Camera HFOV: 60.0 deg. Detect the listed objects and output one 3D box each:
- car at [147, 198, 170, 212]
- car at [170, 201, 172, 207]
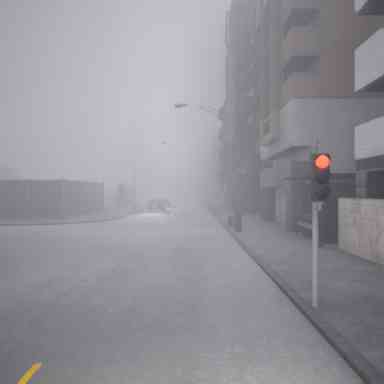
[{"bbox_3d":[-4.122,1.482,39.268,2.128,1.511,4.902,0,0,0],"label":"car"},{"bbox_3d":[-4.104,1.552,49.288,1.994,1.385,4.181,0,0,0],"label":"car"}]
